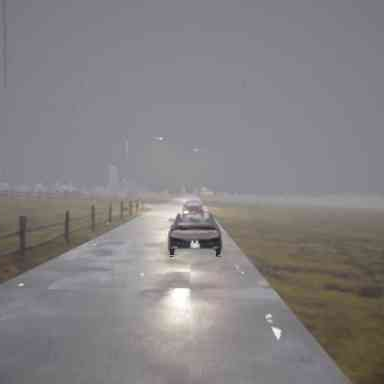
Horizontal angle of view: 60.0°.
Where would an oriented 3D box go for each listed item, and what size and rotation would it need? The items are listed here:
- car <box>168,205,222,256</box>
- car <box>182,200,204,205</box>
[{"bbox_3d":[0.098,1.472,12.928,2.128,1.511,4.902,0,0,0],"label":"car"},{"bbox_3d":[0.095,1.442,28.809,1.812,1.442,4.674,0,0,0],"label":"car"}]
